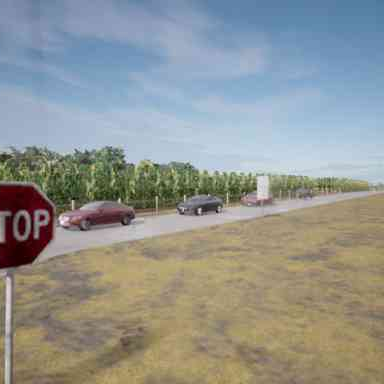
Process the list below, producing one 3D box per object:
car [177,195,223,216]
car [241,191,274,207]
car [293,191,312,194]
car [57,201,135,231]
[{"bbox_3d":[0.730,1.046,27.139,1.837,1.490,4.892,1,2,36],"label":"car"},{"bbox_3d":[7.132,0.651,36.005,2.097,1.767,4.553,1,2,35],"label":"car"},{"bbox_3d":[16.176,0.194,48.374,2.128,1.511,4.902,1,2,36],"label":"car"},{"bbox_3d":[-5.253,1.256,18.845,1.812,1.442,4.674,1,2,36],"label":"car"}]
